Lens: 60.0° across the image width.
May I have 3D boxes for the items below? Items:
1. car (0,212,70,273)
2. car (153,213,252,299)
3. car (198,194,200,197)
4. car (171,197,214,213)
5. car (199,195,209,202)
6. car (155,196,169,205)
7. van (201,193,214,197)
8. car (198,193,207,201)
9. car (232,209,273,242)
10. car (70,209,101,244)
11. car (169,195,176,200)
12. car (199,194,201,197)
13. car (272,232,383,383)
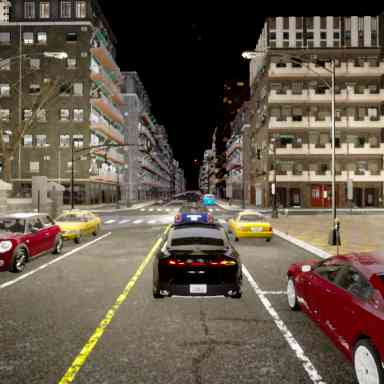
[{"bbox_3d":[-5.672,1.442,10.478,1.967,1.590,4.097,1,0,0],"label":"car"},{"bbox_3d":[0.109,1.506,8.458,1.837,1.490,4.892,0,0,0],"label":"car"},{"bbox_3d":[2.750,1.533,65.404,1.947,1.339,4.313,1,0,0],"label":"car"},{"bbox_3d":[0.134,1.353,18.718,2.097,1.767,4.553,0,0,1],"label":"car"},{"bbox_3d":[2.759,1.503,76.746,2.008,1.369,4.403,1,0,0],"label":"car"},{"bbox_3d":[-5.635,1.556,59.796,1.802,1.307,4.206,1,0,0],"label":"car"},{"bbox_3d":[2.744,1.321,54.061,1.690,1.788,3.998,1,0,0],"label":"van"},{"bbox_3d":[2.770,1.249,88.088,2.192,1.841,5.009,1,0,0],"label":"car"},{"bbox_3d":[2.712,1.527,16.239,1.752,1.417,4.829,1,0,0],"label":"car"},{"bbox_3d":[-5.669,1.527,15.923,1.752,1.417,4.829,1,0,0],"label":"car"},{"bbox_3d":[-5.613,1.515,88.152,1.802,1.307,4.206,1,0,0],"label":"car"},{"bbox_3d":[2.745,1.519,59.734,1.887,1.381,4.507,1,0,0],"label":"car"},{"bbox_3d":[2.703,1.546,4.835,1.887,1.381,4.507,1,0,0],"label":"car"}]
